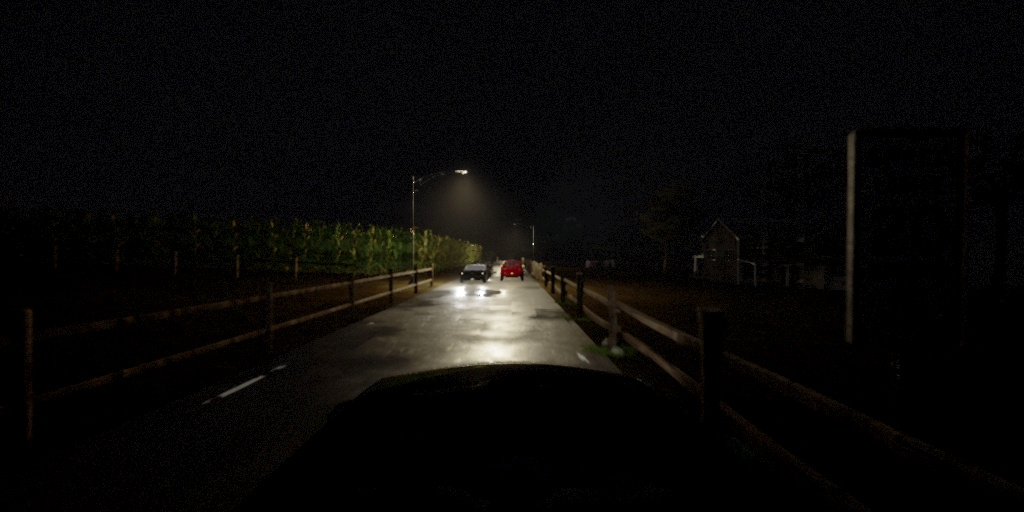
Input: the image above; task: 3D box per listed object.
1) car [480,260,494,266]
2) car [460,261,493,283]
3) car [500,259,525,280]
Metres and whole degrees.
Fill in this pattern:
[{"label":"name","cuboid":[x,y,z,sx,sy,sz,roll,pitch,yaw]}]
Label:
[{"label":"car","cuboid":[-2.747,1.159,33.282,2.128,1.511,4.902,0,0,0]},{"label":"car","cuboid":[-2.748,1.290,27.045,1.895,1.301,4.718,0,0,0]},{"label":"car","cuboid":[0.020,1.156,29.905,1.882,1.535,5.008,0,0,1]}]
